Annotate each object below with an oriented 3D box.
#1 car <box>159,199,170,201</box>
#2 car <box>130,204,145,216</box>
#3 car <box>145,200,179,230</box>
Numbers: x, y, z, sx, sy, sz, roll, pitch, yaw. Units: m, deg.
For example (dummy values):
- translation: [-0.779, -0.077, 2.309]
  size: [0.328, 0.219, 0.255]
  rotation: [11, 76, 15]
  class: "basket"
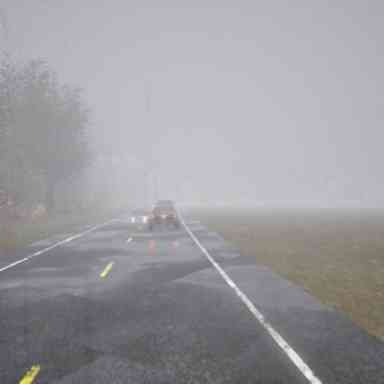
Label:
- translation: [-3.177, 1.919, 40.561]
  size: [2.150, 2.045, 5.566]
  rotation: [-1, -1, -3]
  class: "car"
- translation: [-6.969, 2.380, 44.479]
  size: [1.812, 1.442, 4.674]
  rotation: [-1, -1, -3]
  class: "car"
- translation: [-2.104, 1.769, 24.908]
  size: [2.097, 1.767, 4.553]
  rotation: [-1, -1, -4]
  class: "car"
